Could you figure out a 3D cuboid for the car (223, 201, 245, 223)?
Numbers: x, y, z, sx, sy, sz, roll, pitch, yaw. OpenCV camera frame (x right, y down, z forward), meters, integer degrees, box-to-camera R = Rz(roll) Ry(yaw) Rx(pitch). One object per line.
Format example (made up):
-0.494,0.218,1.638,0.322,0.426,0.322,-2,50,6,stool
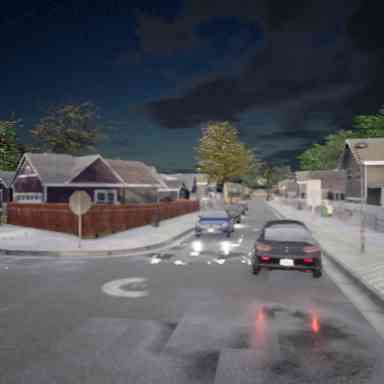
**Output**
3.188,1.762,28.127,1.837,1.490,4.892,-1,-1,11,car

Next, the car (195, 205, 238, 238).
1.403,1.702,19.095,1.812,1.442,4.674,-1,-1,11,car

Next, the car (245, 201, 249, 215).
5.122,1.915,37.950,1.994,1.385,4.181,-1,-1,10,car

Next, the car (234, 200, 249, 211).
7.173,1.978,48.072,1.812,1.442,4.674,-1,-1,12,car

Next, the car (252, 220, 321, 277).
2.890,1.599,10.473,1.812,1.442,4.674,0,0,14,car
